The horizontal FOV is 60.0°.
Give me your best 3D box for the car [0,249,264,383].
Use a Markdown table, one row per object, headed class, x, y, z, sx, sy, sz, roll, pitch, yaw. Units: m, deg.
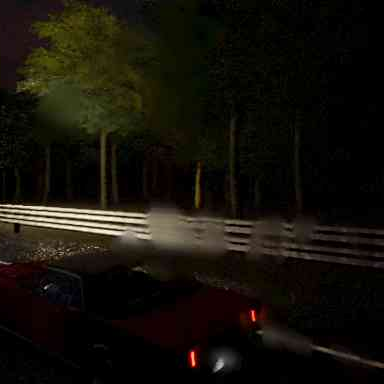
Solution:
| class | x | y | z | sx | sy | sz | roll | pitch | yaw |
| --- | --- | --- | --- | --- | --- | --- | --- | --- | --- |
| car | -1.493 | 1.551 | 4.931 | 4.718 | 1.301 | 1.895 | 1 | 1 | 35 |
